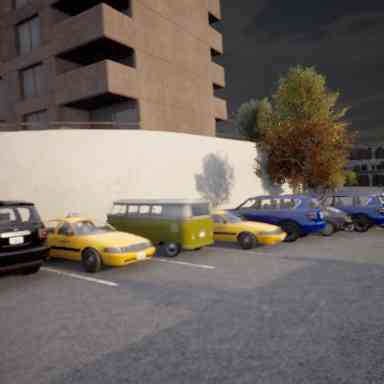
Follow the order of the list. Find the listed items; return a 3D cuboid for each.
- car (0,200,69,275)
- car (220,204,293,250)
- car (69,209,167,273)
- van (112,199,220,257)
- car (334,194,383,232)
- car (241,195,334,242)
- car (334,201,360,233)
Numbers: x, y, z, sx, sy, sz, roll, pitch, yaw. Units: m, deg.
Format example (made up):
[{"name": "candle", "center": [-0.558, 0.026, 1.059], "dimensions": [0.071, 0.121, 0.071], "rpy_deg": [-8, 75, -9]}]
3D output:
[{"name": "car", "center": [-6.227, 1.249, 9.161], "dimensions": [5.566, 2.045, 2.435], "rpy_deg": [-1, 0, 35]}, {"name": "car", "center": [1.259, 1.449, 14.274], "dimensions": [5.366, 1.575, 1.946], "rpy_deg": [-1, -1, 34]}, {"name": "car", "center": [-3.611, 1.474, 10.782], "dimensions": [5.366, 1.575, 1.946], "rpy_deg": [-1, -1, 35]}, {"name": "van", "center": [-1.430, 1.241, 12.697], "dimensions": [4.442, 1.987, 1.878], "rpy_deg": [-1, 0, 35]}, {"name": "car", "center": [8.427, 1.177, 19.615], "dimensions": [5.566, 2.045, 2.435], "rpy_deg": [-1, 0, 35]}, {"name": "car", "center": [3.513, 1.195, 16.139], "dimensions": [5.566, 2.045, 2.435], "rpy_deg": [-1, 0, 35]}, {"name": "car", "center": [5.989, 1.438, 17.861], "dimensions": [4.892, 1.521, 2.231], "rpy_deg": [-1, 0, 35]}]
